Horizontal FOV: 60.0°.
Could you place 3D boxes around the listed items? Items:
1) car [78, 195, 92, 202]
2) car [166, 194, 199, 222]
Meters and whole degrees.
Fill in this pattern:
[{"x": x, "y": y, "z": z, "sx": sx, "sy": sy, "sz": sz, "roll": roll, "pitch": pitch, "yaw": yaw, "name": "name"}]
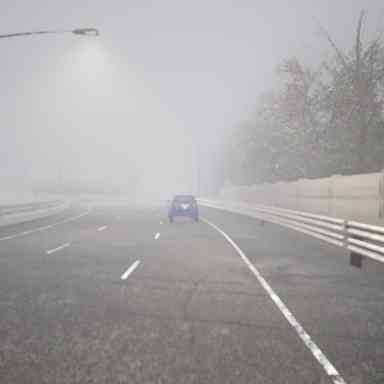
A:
[{"x": -21.797, "y": 1.357, "z": 67.698, "sx": 1.895, "sy": 1.301, "sz": 4.718, "roll": 0, "pitch": 0, "yaw": -31, "name": "car"}, {"x": -0.789, "y": 1.195, "z": 26.284, "sx": 2.150, "sy": 2.045, "sz": 5.566, "roll": 1, "pitch": 0, "yaw": -6, "name": "car"}]
